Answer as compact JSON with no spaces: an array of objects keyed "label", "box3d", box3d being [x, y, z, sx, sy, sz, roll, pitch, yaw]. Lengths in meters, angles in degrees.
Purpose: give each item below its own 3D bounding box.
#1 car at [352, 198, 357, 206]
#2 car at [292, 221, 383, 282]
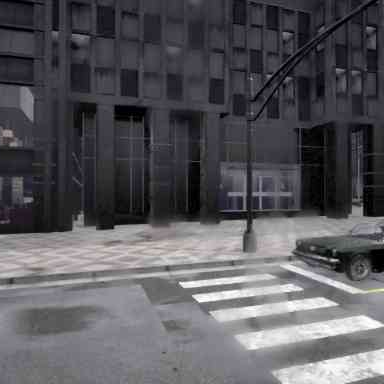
[{"label":"car","box3d":[19.998,1.228,46.588,2.128,1.511,4.902,0,-1,-16]},{"label":"car","box3d":[5.271,1.506,9.304,4.718,1.301,1.895,-1,0,-16]}]
